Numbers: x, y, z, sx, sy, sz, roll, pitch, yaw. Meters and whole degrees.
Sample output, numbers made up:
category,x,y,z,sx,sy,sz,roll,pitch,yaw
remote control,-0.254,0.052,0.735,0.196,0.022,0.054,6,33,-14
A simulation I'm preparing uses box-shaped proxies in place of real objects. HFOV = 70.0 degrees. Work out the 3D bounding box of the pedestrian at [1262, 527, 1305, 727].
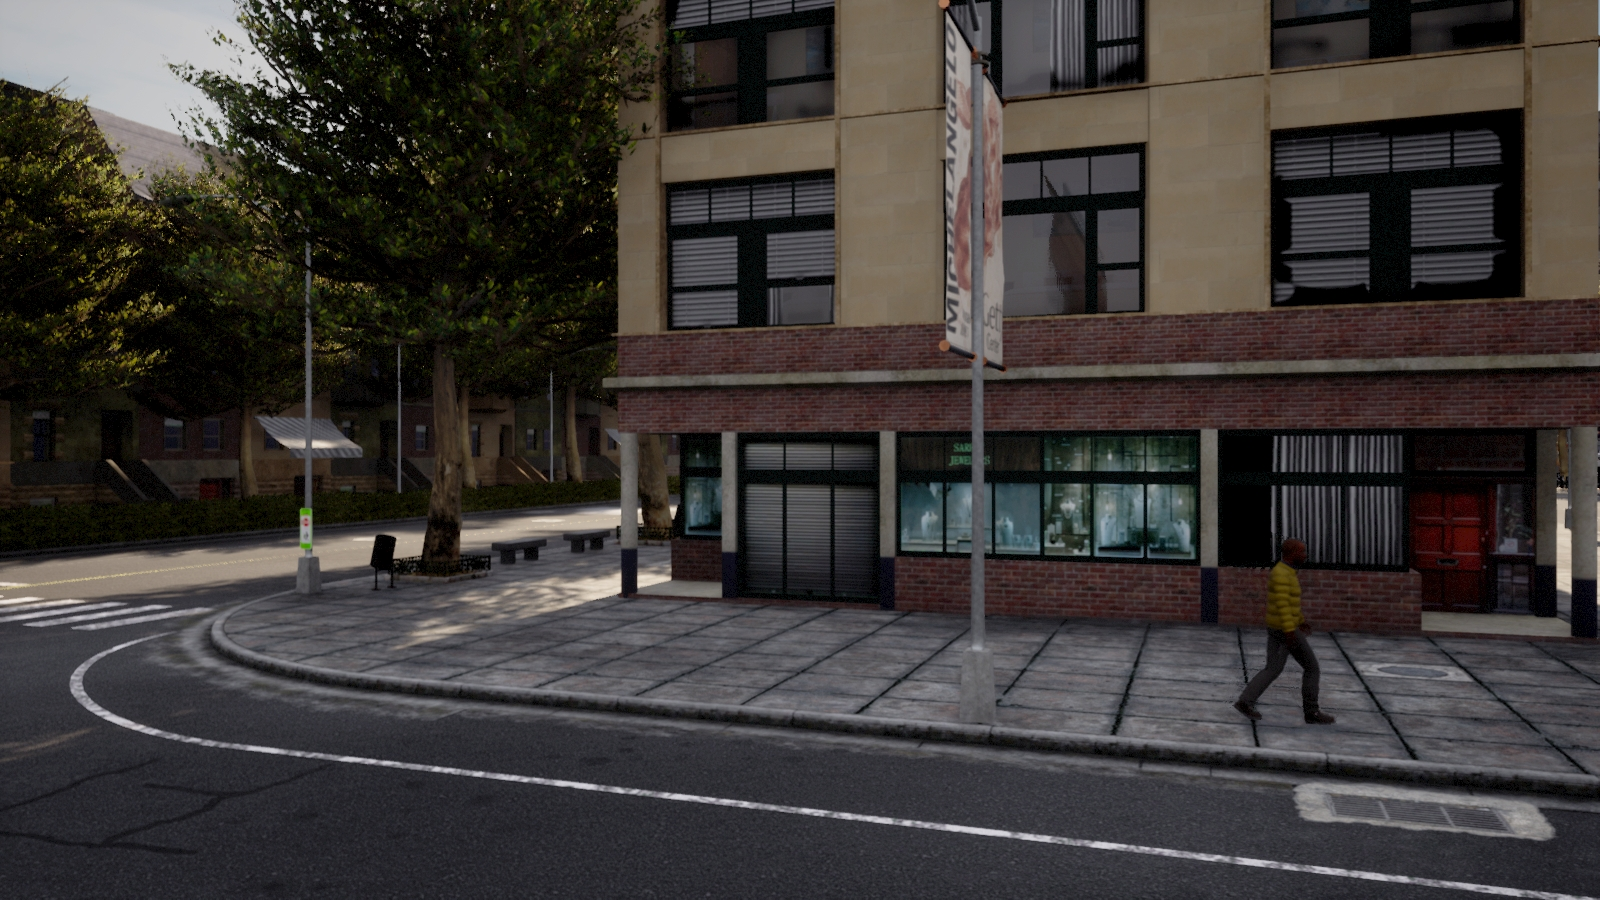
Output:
category,x,y,z,sx,sy,sz,roll,pitch,yaw
pedestrian,4.684,1.696,11.062,0.375,1.860,0.375,0,0,23

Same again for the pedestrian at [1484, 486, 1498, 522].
category,x,y,z,sx,sy,sz,roll,pitch,yaw
pedestrian,25.255,1.970,41.771,0.375,1.300,0.375,0,0,19
